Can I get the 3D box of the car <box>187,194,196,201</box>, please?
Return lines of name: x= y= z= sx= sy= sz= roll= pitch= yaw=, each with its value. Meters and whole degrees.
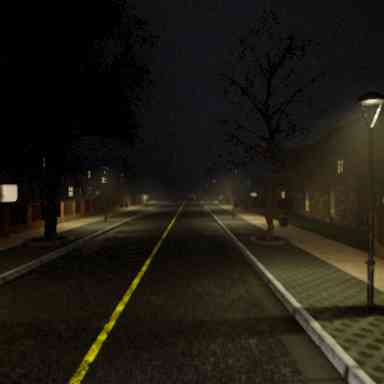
car: x=-0.135 y=1.276 z=69.265 sx=1.895 sy=1.301 sz=4.718 roll=0 pitch=0 yaw=0

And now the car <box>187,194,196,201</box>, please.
car: x=-0.156 y=1.282 z=79.390 sx=2.033 sy=1.411 sz=5.357 roll=0 pitch=0 yaw=0
